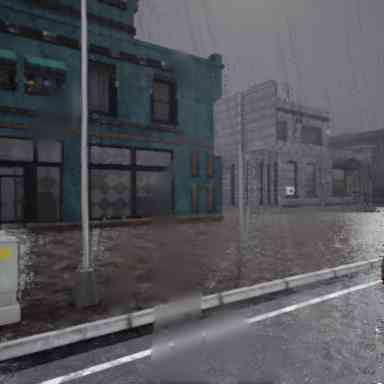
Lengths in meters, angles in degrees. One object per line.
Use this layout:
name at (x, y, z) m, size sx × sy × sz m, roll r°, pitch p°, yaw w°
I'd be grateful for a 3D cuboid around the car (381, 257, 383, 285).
car at (6.462, 1.531, 7.985) m, size 5.008 × 1.535 × 1.882 m, roll 1°, pitch 0°, yaw -35°
